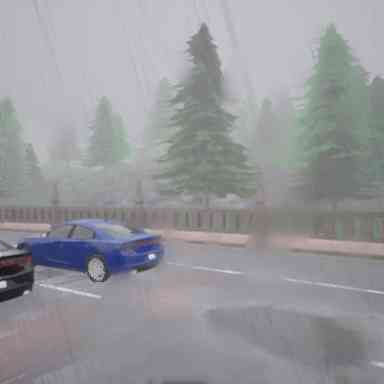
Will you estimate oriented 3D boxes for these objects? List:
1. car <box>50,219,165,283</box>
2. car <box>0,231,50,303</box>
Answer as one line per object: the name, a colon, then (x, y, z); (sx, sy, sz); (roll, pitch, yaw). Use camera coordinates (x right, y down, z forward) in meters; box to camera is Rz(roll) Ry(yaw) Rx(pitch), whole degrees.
car: (-3.145, 1.542, 9.882); (5.008, 1.535, 1.882); (-1, 0, 32)
car: (-5.586, 1.560, 7.275); (5.008, 1.535, 1.882); (-1, 0, 31)
